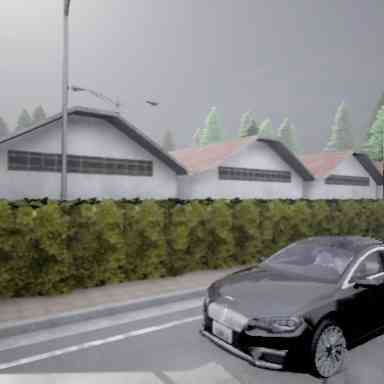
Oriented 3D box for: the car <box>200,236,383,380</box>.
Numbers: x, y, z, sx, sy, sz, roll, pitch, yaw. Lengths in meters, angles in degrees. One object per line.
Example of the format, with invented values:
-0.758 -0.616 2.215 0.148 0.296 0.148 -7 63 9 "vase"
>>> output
2.400 1.558 5.642 4.902 1.511 2.128 1 -1 -35 "car"
